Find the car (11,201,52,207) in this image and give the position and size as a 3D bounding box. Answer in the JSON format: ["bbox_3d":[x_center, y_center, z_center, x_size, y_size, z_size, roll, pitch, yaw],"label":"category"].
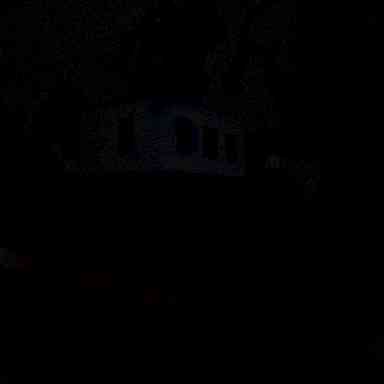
[{"bbox_3d":[-14.643,1.528,29.135,2.033,1.411,5.357,0,0,29],"label":"car"}]
